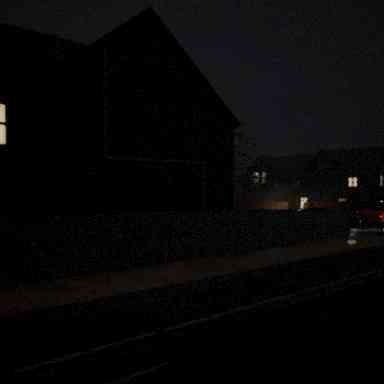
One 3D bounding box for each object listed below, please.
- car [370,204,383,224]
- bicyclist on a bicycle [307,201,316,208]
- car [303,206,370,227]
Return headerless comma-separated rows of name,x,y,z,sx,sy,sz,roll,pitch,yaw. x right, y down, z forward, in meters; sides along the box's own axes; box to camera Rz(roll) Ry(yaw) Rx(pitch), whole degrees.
car,14.260,1.589,24.315,2.097,1.767,4.553,-1,-1,-33
bicyclist on a bicycle,11.817,1.694,32.759,1.656,1.620,0.582,-1,0,-36
car,10.207,1.850,24.958,1.837,1.490,4.892,-1,-1,-36
